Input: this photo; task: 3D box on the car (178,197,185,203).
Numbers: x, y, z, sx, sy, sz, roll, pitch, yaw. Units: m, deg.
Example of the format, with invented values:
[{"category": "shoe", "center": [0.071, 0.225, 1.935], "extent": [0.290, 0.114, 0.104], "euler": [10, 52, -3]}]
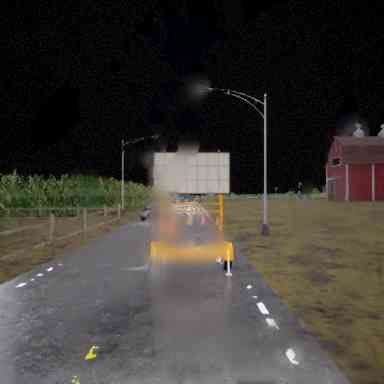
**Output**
[{"category": "car", "center": [-2.883, 2.205, 90.262], "extent": [1.837, 1.490, 4.892], "euler": [0, -1, 0]}]

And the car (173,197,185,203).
[{"category": "car", "center": [-2.862, 1.851, 67.157], "extent": [2.128, 1.511, 4.902], "euler": [0, -1, 0]}]

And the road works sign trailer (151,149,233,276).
[{"category": "road works sign trailer", "center": [-0.009, 0.477, 10.395], "extent": [2.380, 3.560, 2.880], "euler": [0, 0, 0]}]

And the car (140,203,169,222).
[{"category": "car", "center": [-2.887, 1.614, 26.602], "extent": [1.994, 1.385, 4.181], "euler": [0, 0, 0]}]
